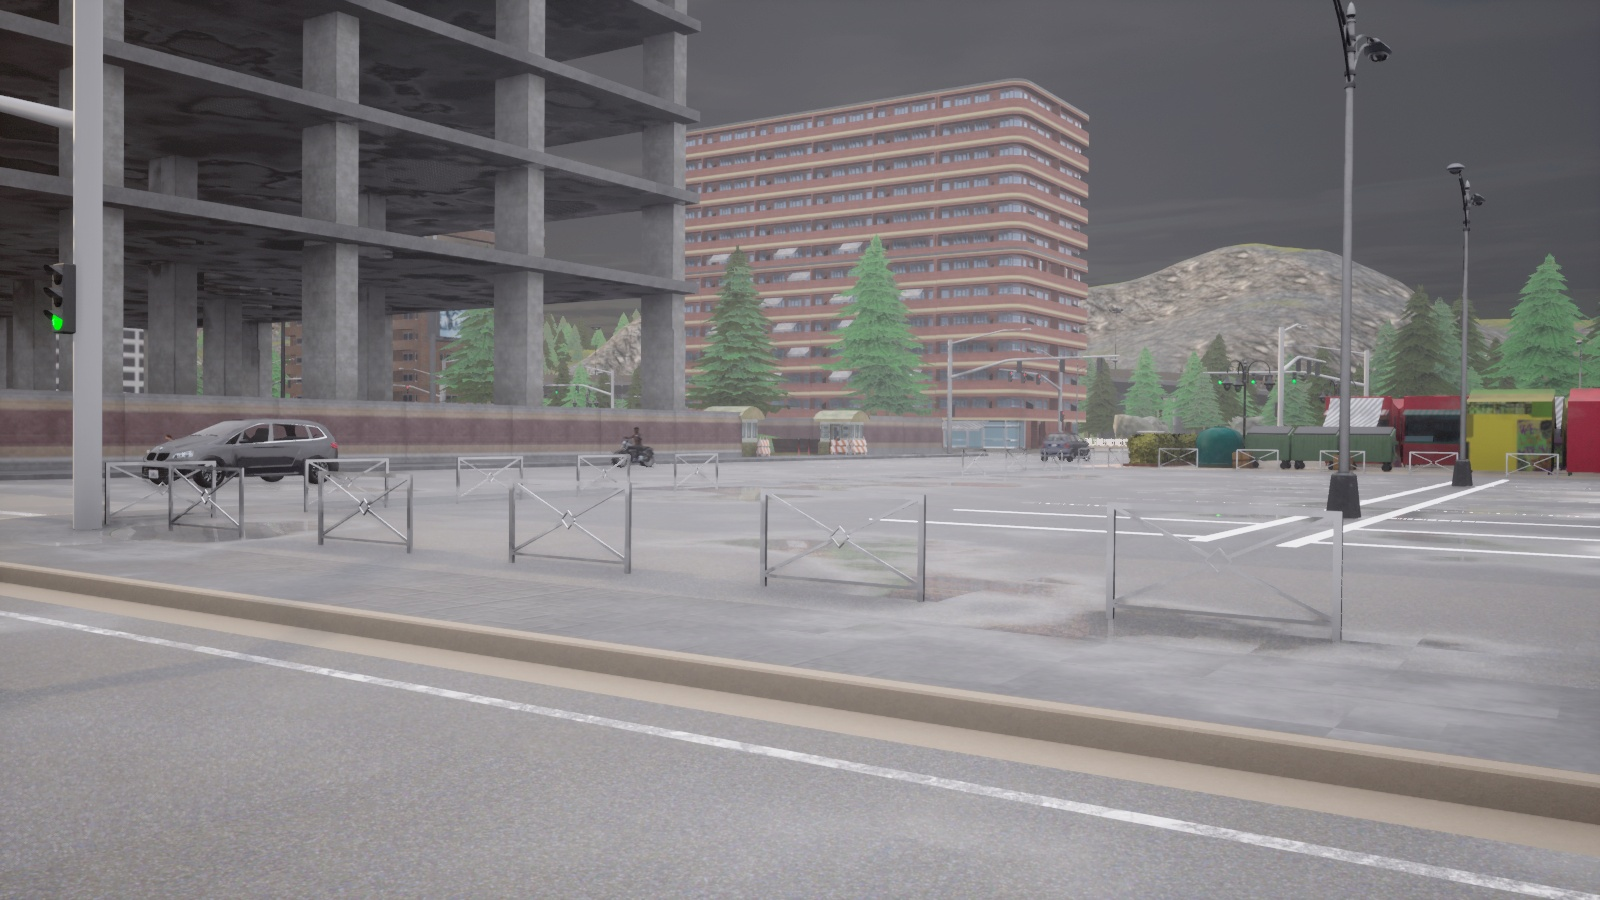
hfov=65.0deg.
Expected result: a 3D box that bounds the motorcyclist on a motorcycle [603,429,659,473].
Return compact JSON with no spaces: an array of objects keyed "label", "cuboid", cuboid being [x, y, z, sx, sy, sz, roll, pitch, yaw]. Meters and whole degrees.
[{"label":"motorcyclist on a motorcycle","cuboid":[-6.535,0.019,48.767,0.766,1.649,2.350,0,1,33]}]

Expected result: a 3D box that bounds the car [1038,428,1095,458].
[{"label":"car","cuboid":[14.438,-0.403,67.896,1.789,1.549,3.705,0,1,33]}]

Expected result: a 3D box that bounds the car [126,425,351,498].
[{"label":"car","cuboid":[-13.865,0.219,31.270,2.242,1.667,4.611,0,1,33]}]
